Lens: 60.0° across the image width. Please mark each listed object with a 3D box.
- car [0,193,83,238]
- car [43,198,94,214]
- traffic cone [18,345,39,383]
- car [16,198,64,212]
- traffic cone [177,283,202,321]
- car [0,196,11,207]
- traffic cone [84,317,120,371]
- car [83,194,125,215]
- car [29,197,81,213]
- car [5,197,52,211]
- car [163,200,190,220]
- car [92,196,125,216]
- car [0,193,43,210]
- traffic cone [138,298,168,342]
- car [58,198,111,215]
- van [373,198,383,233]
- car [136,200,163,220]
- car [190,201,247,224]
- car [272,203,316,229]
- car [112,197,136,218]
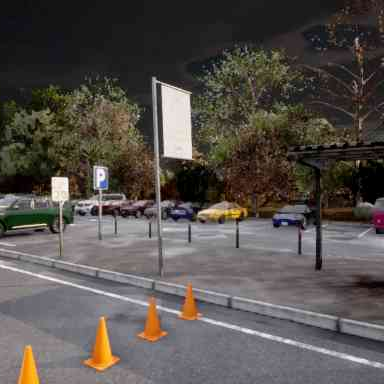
[{"bbox_3d":[-8.903,1.220,17.289,2.435,2.045,5.566,0,0,35],"label":"car"},{"bbox_3d":[-13.434,1.454,36.491,2.097,1.535,5.008,0,0,35],"label":"car"},{"bbox_3d":[-1.767,1.957,3.587,0.340,0.580,0.340,0,0,35],"label":"traffic cone"},{"bbox_3d":[-17.987,1.468,39.663,2.163,1.488,4.792,0,0,35],"label":"car"},{"bbox_3d":[-0.042,1.957,6.036,0.340,0.580,0.340,0,0,36],"label":"traffic cone"},{"bbox_3d":[-29.223,1.332,47.824,1.946,1.575,5.366,1,0,35],"label":"car"},{"bbox_3d":[-1.192,1.957,4.404,0.340,0.580,0.340,0,0,35],"label":"traffic cone"},{"bbox_3d":[-8.905,1.211,33.278,2.435,2.045,5.566,0,0,35],"label":"car"},{"bbox_3d":[-15.596,1.444,38.243,1.946,1.575,5.366,0,0,35],"label":"car"},{"bbox_3d":[-20.231,1.451,41.311,2.163,1.488,4.792,0,0,35],"label":"car"},{"bbox_3d":[0.211,1.504,26.941,2.163,1.488,4.792,0,0,35],"label":"car"},{"bbox_3d":[-6.615,1.466,31.710,2.097,1.535,5.008,0,0,35],"label":"car"},{"bbox_3d":[-22.532,1.153,42.859,2.435,2.045,5.566,0,0,35],"label":"car"},{"bbox_3d":[-0.617,1.957,5.220,0.340,0.580,0.340,0,0,35],"label":"traffic cone"},{"bbox_3d":[-11.162,1.461,34.893,2.231,1.521,4.892,0,0,35],"label":"car"},{"bbox_3d":[11.615,1.264,19.031,1.878,1.987,4.442,0,0,35],"label":"van"},{"bbox_3d":[-2.072,1.473,28.518,2.231,1.521,4.892,0,0,35],"label":"car"},{"bbox_3d":[2.358,1.475,25.169,1.946,1.575,5.366,0,0,35],"label":"car"},{"bbox_3d":[6.990,1.513,22.104,2.163,1.488,4.792,0,0,35],"label":"car"},{"bbox_3d":[-4.344,1.469,30.114,2.097,1.535,5.008,0,0,35],"label":"car"}]
